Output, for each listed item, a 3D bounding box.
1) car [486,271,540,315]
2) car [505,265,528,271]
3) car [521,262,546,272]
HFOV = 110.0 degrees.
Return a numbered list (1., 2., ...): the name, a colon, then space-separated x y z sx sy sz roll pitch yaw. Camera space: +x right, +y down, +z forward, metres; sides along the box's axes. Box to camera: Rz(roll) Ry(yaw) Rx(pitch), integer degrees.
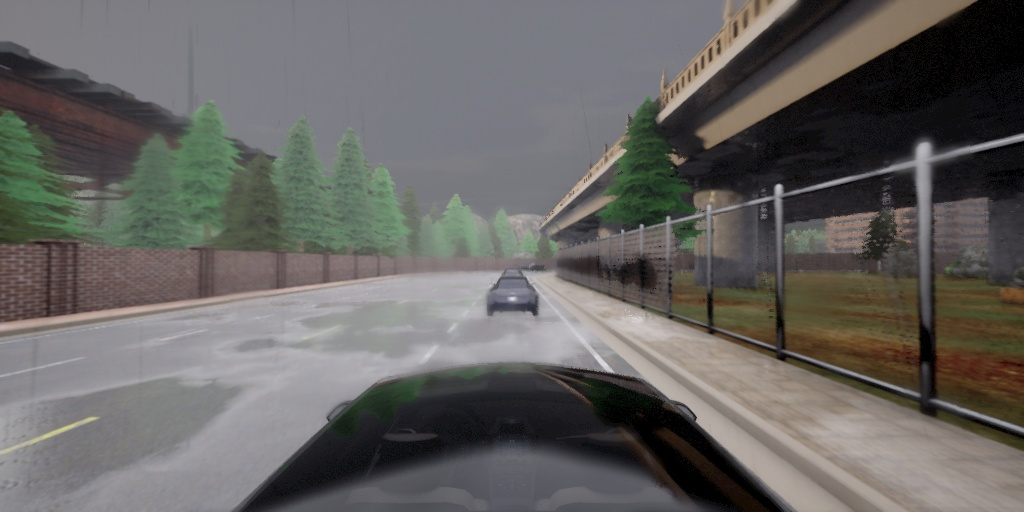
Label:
1. car: 0.048 1.493 14.470 1.994 1.385 4.181 0 -1 0
2. car: 0.040 1.700 29.313 1.994 1.385 4.181 0 -1 1
3. car: 4.059 1.991 65.357 4.553 1.767 2.097 1 -1 -44
